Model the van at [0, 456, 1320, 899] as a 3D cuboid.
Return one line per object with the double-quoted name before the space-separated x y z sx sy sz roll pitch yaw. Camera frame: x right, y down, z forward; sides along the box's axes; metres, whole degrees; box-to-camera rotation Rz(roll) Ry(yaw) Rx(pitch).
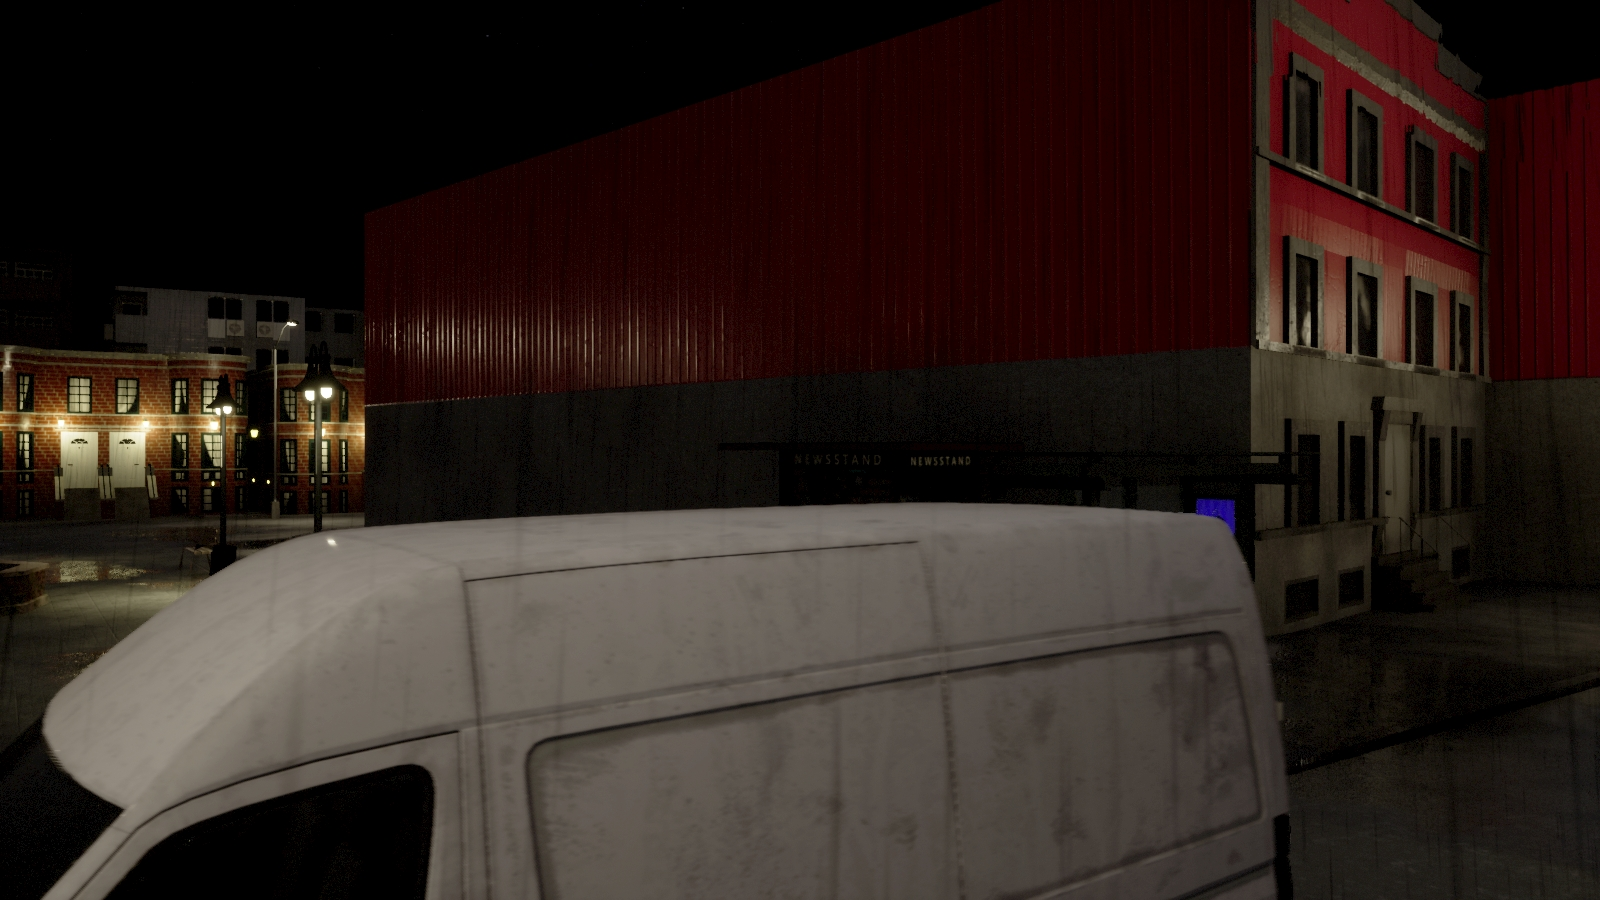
"van" -0.845 1.314 3.823 5.915 2.561 1.988 0 0 -35
